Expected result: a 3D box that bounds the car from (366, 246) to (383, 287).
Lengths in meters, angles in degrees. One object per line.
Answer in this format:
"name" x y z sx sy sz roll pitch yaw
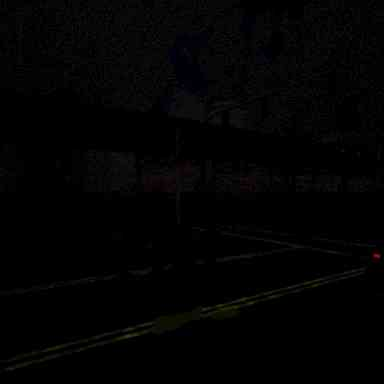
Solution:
"car" 6.126 1.573 8.123 4.181 1.385 1.994 0 0 -36
